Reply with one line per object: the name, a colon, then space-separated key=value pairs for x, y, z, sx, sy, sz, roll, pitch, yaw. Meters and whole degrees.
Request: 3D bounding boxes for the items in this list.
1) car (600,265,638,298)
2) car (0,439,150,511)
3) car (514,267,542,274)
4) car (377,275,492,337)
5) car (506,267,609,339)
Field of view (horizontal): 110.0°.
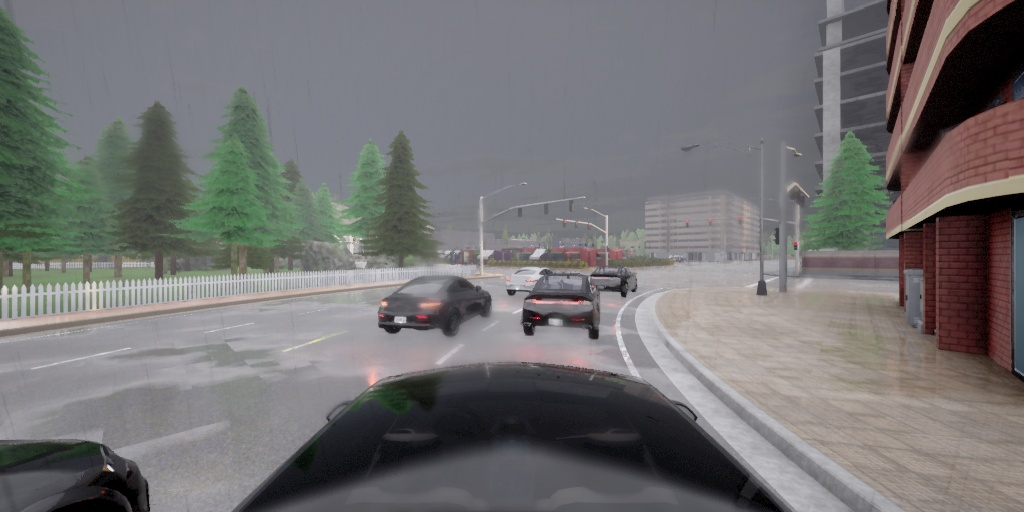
car: x=5.344 y=1.241 z=18.824 sx=2.128 sy=1.511 sz=4.902 roll=0 pitch=0 yaw=28
car: x=-3.170 y=1.314 z=0.434 sx=1.994 sy=1.385 sz=4.181 roll=0 pitch=0 yaw=-2
car: x=1.266 y=1.276 z=18.837 sx=1.812 sy=1.442 sz=4.674 roll=0 pitch=0 yaw=26
car: x=-1.986 y=1.276 z=10.340 sx=1.812 sy=1.442 sz=4.674 roll=0 pitch=0 yaw=13
car: x=1.561 y=1.242 z=10.208 sx=2.128 sy=1.511 sz=4.902 roll=0 pitch=0 yaw=14
